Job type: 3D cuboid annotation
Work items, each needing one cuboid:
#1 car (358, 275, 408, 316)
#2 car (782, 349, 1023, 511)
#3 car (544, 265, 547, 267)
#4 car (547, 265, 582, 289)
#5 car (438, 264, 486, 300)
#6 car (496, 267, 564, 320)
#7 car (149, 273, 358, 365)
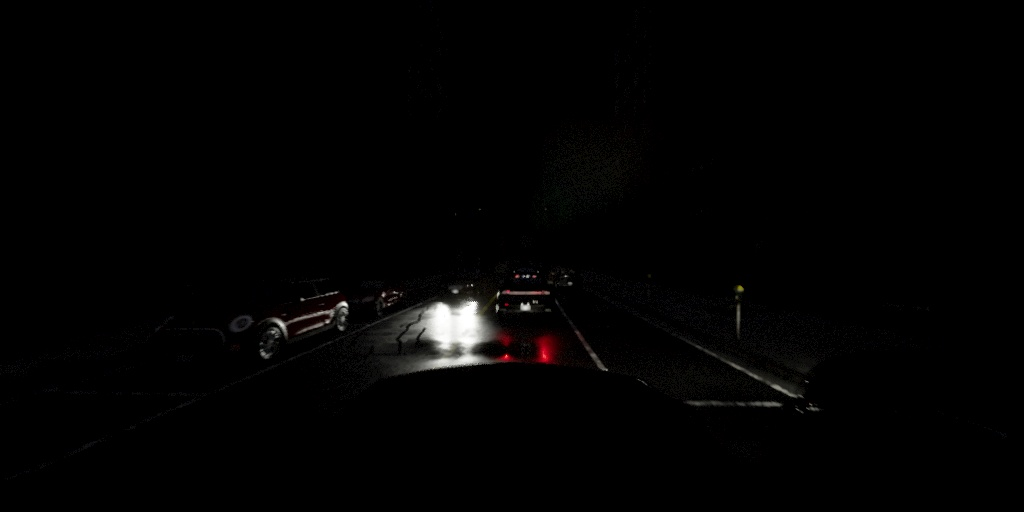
[{"bbox_3d":[-5.259,1.411,13.667,1.802,1.307,4.207,0,0,2],"label":"car"},{"bbox_3d":[3.002,0.966,0.258,2.150,2.045,5.566,0,0,2],"label":"car"},{"bbox_3d":[3.937,1.489,30.249,1.751,1.417,4.829,0,0,2],"label":"car"},{"bbox_3d":[3.712,1.475,24.497,2.007,1.370,4.403,0,0,2],"label":"car"},{"bbox_3d":[-2.488,1.363,18.713,2.128,1.511,4.902,0,0,2],"label":"car"},{"bbox_3d":[0.492,1.327,13.015,2.128,1.511,4.902,0,0,2],"label":"car"},{"bbox_3d":[-5.476,1.227,8.085,1.967,1.591,4.097,0,0,2],"label":"car"}]
